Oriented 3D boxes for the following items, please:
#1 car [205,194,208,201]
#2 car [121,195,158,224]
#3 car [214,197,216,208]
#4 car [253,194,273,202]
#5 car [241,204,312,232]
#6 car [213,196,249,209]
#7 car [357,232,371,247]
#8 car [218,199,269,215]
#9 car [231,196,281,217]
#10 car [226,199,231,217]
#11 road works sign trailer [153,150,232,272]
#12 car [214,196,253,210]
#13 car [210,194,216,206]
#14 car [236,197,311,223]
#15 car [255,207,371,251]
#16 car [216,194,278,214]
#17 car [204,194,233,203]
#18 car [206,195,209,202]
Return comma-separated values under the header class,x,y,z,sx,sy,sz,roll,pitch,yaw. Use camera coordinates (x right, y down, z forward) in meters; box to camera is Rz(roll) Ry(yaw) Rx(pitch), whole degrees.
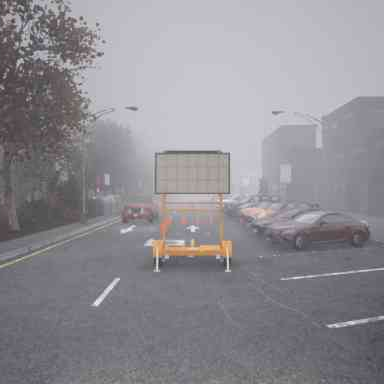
class,x,y,z,sx,sy,sz,roll,pitch,yaw
car,5.414,1.613,65.020,5.366,1.575,1.946,1,0,-20
car,-3.830,1.233,25.382,2.150,2.045,5.566,0,0,0
car,5.255,1.503,31.982,5.366,1.575,1.946,1,0,-20
car,18.637,1.463,87.065,2.435,2.045,5.566,0,0,-21
car,5.321,1.518,17.028,4.792,1.488,2.163,1,0,-20
car,5.486,1.424,47.056,4.553,1.767,2.185,1,0,-20
car,5.318,1.487,5.036,4.892,1.521,2.231,1,0,-20
car,5.419,1.545,35.039,4.792,1.488,2.163,1,0,-20
car,5.411,1.369,23.049,4.553,1.767,2.185,1,0,-20
car,5.391,1.538,26.045,4.674,1.452,2.002,1,0,-20
road works sign trailer,0.019,0.465,10.771,2.380,3.560,2.880,0,0,0
car,5.470,1.414,44.054,4.553,1.767,2.185,1,0,-20
car,5.443,1.271,38.041,5.566,2.045,2.435,1,0,-20
car,5.395,1.366,20.048,4.553,1.767,2.185,1,0,-20
car,5.338,1.528,14.036,4.674,1.452,2.002,1,0,-20
car,5.401,1.252,29.024,5.566,2.045,2.435,1,0,-20
car,5.622,1.391,71.113,5.566,2.045,2.435,1,0,-20
car,5.554,1.583,56.075,5.008,1.535,2.097,1,-1,-20
